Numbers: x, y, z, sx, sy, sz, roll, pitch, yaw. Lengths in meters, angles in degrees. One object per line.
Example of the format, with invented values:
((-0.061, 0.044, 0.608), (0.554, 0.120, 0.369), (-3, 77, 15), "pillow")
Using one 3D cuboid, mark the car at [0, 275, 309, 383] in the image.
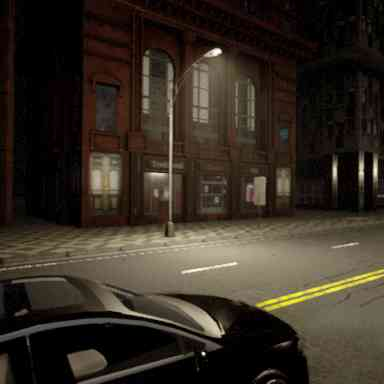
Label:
((-1.062, 1.493, 2.683), (4.902, 1.511, 2.128), (0, 0, -35), "car")
